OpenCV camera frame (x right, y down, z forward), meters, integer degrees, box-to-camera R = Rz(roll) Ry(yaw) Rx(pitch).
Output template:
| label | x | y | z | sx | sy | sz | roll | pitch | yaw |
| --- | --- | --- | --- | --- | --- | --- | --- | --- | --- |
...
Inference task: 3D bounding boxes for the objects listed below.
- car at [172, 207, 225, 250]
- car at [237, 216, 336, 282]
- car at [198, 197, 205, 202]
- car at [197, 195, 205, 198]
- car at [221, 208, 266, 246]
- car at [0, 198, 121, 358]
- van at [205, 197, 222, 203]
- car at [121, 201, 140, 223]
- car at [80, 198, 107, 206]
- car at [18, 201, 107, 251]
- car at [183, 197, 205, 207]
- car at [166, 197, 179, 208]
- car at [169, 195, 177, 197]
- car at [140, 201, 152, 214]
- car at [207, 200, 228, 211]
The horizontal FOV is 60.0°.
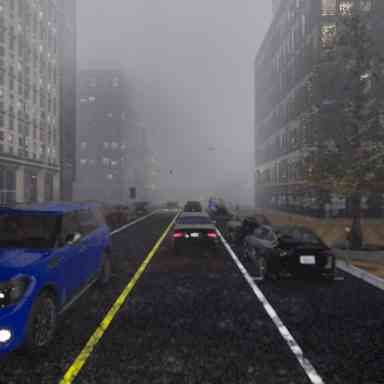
| label | x | y | z | sx | sy | sz | roll | pitch | yaw |
| --- | --- | --- | --- | --- | --- | --- | --- | --- | --- |
| car | 0.099 | 1.606 | 14.505 | 2.033 | 1.411 | 5.357 | 0 | 0 | 0 |
| car | 2.661 | 1.605 | 9.738 | 1.947 | 1.339 | 4.313 | 0 | 0 | 0 |
| car | 2.691 | 2.042 | 94.048 | 1.802 | 1.307 | 4.206 | 0 | 0 | 0 |
| car | 2.692 | 1.923 | 83.140 | 1.752 | 1.417 | 4.829 | 0 | 0 | 0 |
| car | 2.661 | 1.629 | 15.427 | 1.947 | 1.339 | 4.313 | 0 | 0 | 0 |
| car | -3.101 | 1.247 | 6.402 | 2.150 | 2.045 | 5.566 | 0 | 0 | 0 |
| van | 2.661 | 1.505 | 38.184 | 1.690 | 1.788 | 3.998 | 0 | 0 | 0 |
| car | -5.687 | 1.657 | 26.832 | 1.887 | 1.381 | 4.507 | 0 | 0 | 0 |
| car | -17.466 | 1.790 | 58.994 | 4.206 | 1.307 | 1.802 | 0 | -1 | 0 |
| car | -5.685 | 1.378 | 15.454 | 2.192 | 1.841 | 5.009 | 0 | 0 | 0 |
| car | 0.099 | 1.628 | 35.306 | 1.882 | 1.535 | 5.008 | 0 | 0 | 0 |
| car | -3.000 | 1.893 | 51.607 | 1.895 | 1.301 | 4.718 | 0 | 0 | 0 |
| car | -5.689 | 1.953 | 88.338 | 1.752 | 1.417 | 4.829 | 0 | 0 | 0 |
| car | -5.687 | 1.730 | 38.209 | 1.947 | 1.339 | 4.313 | 0 | 0 | 0 |
| car | 2.660 | 1.720 | 32.494 | 1.802 | 1.307 | 4.206 | 0 | 0 | 0 |
